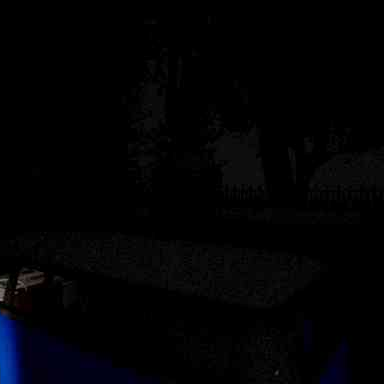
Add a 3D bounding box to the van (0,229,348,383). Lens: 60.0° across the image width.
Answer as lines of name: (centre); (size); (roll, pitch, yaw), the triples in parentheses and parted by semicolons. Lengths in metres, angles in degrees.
van: (-0.649, 1.341, 3.174); (3.998, 1.788, 1.690); (0, 0, 35)
